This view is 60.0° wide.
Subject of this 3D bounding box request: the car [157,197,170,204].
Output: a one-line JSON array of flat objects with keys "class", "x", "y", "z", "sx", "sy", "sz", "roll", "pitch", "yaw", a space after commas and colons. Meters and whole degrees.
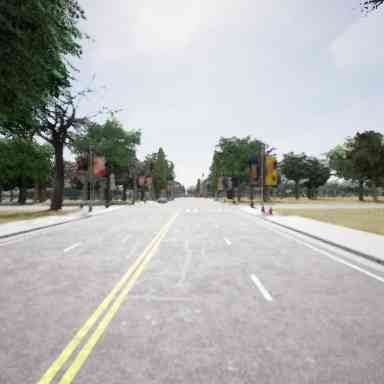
[{"class": "car", "x": -6.489, "y": 1.857, "z": 73.582, "sx": 1.812, "sy": 1.442, "sz": 4.674, "roll": 0, "pitch": 0, "yaw": 0}]
